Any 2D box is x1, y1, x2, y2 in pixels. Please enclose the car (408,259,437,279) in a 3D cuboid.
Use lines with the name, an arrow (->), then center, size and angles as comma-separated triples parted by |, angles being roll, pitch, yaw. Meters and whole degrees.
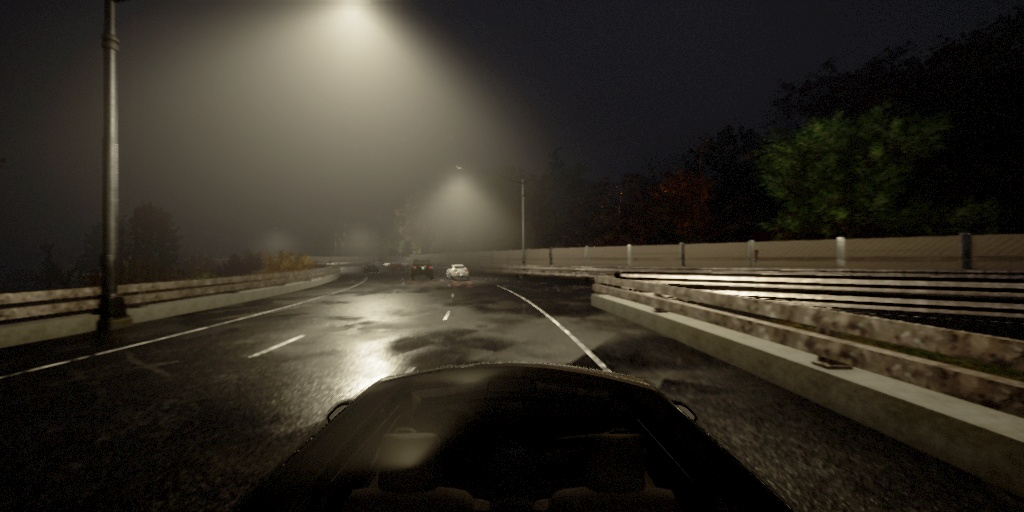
car -> -9.717, 1.350, 38.063 | 2.150, 2.045, 5.566 | 0, -1, -20

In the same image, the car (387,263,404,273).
car -> -18.651, 1.833, 57.174 | 1.882, 1.535, 5.008 | 0, -1, -30

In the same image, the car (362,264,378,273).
car -> -22.521, 1.945, 56.820 | 1.994, 1.385, 4.181 | 0, -1, -31

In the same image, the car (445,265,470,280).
car -> -5.590, 1.612, 36.591 | 1.812, 1.442, 4.674 | 0, -1, -18
